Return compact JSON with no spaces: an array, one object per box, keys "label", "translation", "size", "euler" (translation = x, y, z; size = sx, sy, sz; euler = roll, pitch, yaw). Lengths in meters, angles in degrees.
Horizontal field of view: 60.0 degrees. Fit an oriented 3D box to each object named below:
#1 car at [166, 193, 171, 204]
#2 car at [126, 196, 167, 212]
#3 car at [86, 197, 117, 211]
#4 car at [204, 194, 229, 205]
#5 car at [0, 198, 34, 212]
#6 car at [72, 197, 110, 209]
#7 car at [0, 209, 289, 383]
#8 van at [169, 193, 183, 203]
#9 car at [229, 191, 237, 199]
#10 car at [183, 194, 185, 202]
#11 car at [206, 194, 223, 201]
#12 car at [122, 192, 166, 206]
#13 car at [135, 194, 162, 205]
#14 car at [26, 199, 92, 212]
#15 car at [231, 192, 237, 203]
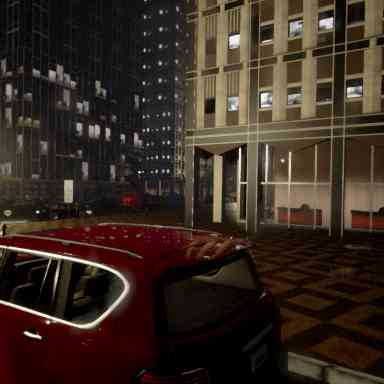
[{"label":"car","translation":[-5.505,1.260,47.274],"size":[1.812,1.442,4.674],"euler":[1,1,31]},{"label":"car","translation":[-4.946,1.487,36.733],"size":[1.802,1.307,4.206],"euler":[2,1,30]},{"label":"car","translation":[-10.613,1.357,38.527],"size":[1.994,1.385,4.181],"euler":[1,1,30]},{"label":"car","translation":[3.590,1.246,51.379],"size":[1.967,1.590,4.097],"euler":[2,1,30]},{"label":"car","translation":[-15.614,1.356,29.932],"size":[1.837,1.490,4.892],"euler":[1,1,30]},{"label":"car","translation":[-12.272,1.299,40.802],"size":[1.947,1.339,4.313],"euler":[2,1,30]},{"label":"car","translation":[-1.434,1.314,3.875],"size":[5.009,1.841,2.192],"euler":[0,1,36]},{"label":"van","translation":[-3.728,0.975,55.457],"size":[1.690,1.788,3.998],"euler":[2,1,30]},{"label":"car","translation":[10.505,0.783,79.887],"size":[2.192,1.841,5.009],"euler":[2,1,30]},{"label":"car","translation":[-0.883,1.041,60.345],"size":[1.967,1.590,4.097],"euler":[2,1,30]},{"label":"car","translation":[4.808,1.079,70.119],"size":[1.887,1.381,4.507],"euler":[2,1,30]},{"label":"car","translation":[-5.964,1.059,40.127],"size":[2.150,2.045,5.566],"euler":[1,1,30]},{"label":"car","translation":[-6.577,1.107,50.572],"size":[1.967,1.590,4.097],"euler":[2,1,30]},{"label":"car","translation":[-10.635,1.537,26.968],"size":[1.947,1.339,4.313],"euler":[2,1,30]},{"label":"car","translation":[9.363,1.264,61.293],"size":[1.752,1.417,4.829],"euler":[2,1,30]}]
